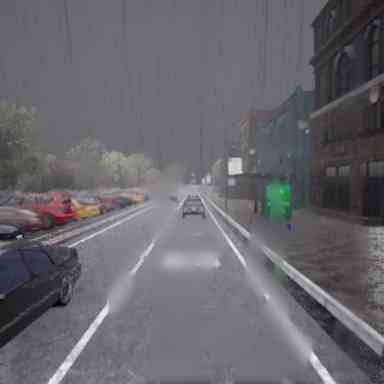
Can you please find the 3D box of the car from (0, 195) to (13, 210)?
[{"bbox_3d":[-22.547,1.081,36.311,4.892,1.521,2.231,0,1,0],"label":"car"}]

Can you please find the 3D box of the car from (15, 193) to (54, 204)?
[{"bbox_3d":[-22.444,0.923,47.449,4.674,1.452,2.002,0,1,1],"label":"car"}]

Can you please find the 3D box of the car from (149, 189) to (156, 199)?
[{"bbox_3d":[-9.267,0.725,58.489,4.674,1.452,2.002,0,1,1],"label":"car"}]

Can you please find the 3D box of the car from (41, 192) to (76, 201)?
[{"bbox_3d":[-22.373,0.731,55.801,5.008,1.535,2.097,0,1,1],"label":"car"}]

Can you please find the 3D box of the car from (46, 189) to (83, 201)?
[{"bbox_3d":[-22.315,0.429,58.582,5.566,2.045,2.435,0,1,0],"label":"car"}]

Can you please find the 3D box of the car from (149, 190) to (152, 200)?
[{"bbox_3d":[-9.284,0.817,52.923,4.792,1.488,2.163,0,1,1],"label":"car"}]

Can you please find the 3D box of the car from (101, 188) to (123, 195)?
[{"bbox_3d":[-22.077,-0.214,91.994,5.566,2.045,2.435,0,1,0],"label":"car"}]

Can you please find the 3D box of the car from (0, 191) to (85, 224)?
[{"bbox_3d":[-9.636,1.117,19.525,5.566,2.045,2.435,0,1,1],"label":"car"}]

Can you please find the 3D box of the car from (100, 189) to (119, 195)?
[{"bbox_3d":[-22.105,-0.032,89.087,4.553,1.767,2.185,0,1,1],"label":"car"}]

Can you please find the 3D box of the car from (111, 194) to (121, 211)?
[{"bbox_3d":[-9.516,1.181,30.659,4.892,1.521,2.231,0,1,1],"label":"car"}]

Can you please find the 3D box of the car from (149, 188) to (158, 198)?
[{"bbox_3d":[-9.208,0.508,61.268,4.553,1.767,2.185,0,1,1],"label":"car"}]

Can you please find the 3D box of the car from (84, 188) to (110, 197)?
[{"bbox_3d":[-22.201,0.059,77.947,5.566,2.045,2.435,0,1,1],"label":"car"}]

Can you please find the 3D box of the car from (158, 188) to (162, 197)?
[{"bbox_3d":[-9.376,0.524,66.838,5.366,1.575,1.946,0,1,1],"label":"car"}]

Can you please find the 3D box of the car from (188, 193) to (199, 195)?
[{"bbox_3d":[0.182,0.934,43.438,2.128,1.511,4.902,0,1,0],"label":"car"}]

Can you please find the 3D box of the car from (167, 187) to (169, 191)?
[{"bbox_3d":[-9.021,0.191,86.316,4.674,1.452,2.002,0,1,1],"label":"car"}]

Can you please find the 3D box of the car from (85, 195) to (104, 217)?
[{"bbox_3d":[-9.744,1.271,25.096,5.366,1.575,1.946,0,1,1],"label":"car"}]

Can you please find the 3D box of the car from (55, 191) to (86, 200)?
[{"bbox_3d":[-22.325,0.629,61.370,4.892,1.521,2.231,0,1,1],"label":"car"}]

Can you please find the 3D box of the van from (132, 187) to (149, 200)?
[{"bbox_3d":[-9.221,0.614,50.072,4.442,1.987,1.878,0,1,0],"label":"van"}]

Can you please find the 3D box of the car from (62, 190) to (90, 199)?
[{"bbox_3d":[-22.326,0.450,64.153,4.553,1.767,2.185,0,1,1],"label":"car"}]

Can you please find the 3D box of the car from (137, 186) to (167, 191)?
[{"bbox_3d":[-9.088,0.115,75.179,5.566,2.045,2.435,0,1,1],"label":"car"}]

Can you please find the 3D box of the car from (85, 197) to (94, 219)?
[{"bbox_3d":[-9.578,1.321,22.311,5.008,1.535,2.097,0,1,1],"label":"car"}]

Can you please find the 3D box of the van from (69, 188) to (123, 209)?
[{"bbox_3d":[-9.602,0.906,33.440,4.442,1.987,1.878,0,1,1],"label":"van"}]

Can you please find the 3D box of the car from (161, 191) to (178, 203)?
[{"bbox_3d":[-3.212,0.911,50.752,1.895,1.301,4.718,0,1,1],"label":"car"}]

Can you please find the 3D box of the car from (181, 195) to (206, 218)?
[{"bbox_3d":[0.126,1.271,26.933,2.033,1.411,5.357,0,1,0],"label":"car"}]

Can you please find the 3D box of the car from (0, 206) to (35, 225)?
[{"bbox_3d":[-9.628,1.487,13.961,4.792,1.488,2.163,0,1,1],"label":"car"}]

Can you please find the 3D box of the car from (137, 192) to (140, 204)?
[{"bbox_3d":[-9.414,1.028,41.792,4.674,1.452,2.002,0,1,1],"label":"car"}]

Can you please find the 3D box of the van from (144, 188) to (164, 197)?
[{"bbox_3d":[-8.977,0.089,77.837,4.442,1.987,1.878,0,1,1],"label":"van"}]

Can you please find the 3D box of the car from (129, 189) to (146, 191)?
[{"bbox_3d":[-9.331,0.762,47.354,4.553,1.767,2.185,0,1,1],"label":"car"}]

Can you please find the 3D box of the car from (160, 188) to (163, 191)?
[{"bbox_3d":[-9.159,0.475,69.619,4.892,1.521,2.231,0,1,1],"label":"car"}]

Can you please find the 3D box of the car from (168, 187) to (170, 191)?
[{"bbox_3d":[-9.023,0.126,89.098,4.792,1.488,2.163,0,1,1],"label":"car"}]

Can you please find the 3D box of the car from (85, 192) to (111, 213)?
[{"bbox_3d":[-9.504,1.104,27.749,4.553,1.767,2.185,0,1,1],"label":"car"}]

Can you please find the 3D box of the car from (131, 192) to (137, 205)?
[{"bbox_3d":[-9.431,1.036,39.008,5.008,1.535,2.097,0,1,1],"label":"car"}]

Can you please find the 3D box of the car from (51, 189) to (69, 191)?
[{"bbox_3d":[-22.361,0.657,53.014,4.553,1.767,2.185,0,1,1],"label":"car"}]

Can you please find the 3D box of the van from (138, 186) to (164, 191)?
[{"bbox_3d":[-9.024,0.195,72.397,4.442,1.987,1.878,0,1,1],"label":"van"}]

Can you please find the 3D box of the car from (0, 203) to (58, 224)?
[{"bbox_3d":[-9.630,1.455,16.747,4.674,1.452,2.002,0,1,1],"label":"car"}]

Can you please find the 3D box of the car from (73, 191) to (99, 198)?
[{"bbox_3d":[-22.215,0.499,69.723,4.792,1.488,2.163,0,1,1],"label":"car"}]

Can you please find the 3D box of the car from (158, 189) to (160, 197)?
[{"bbox_3d":[-9.221,0.581,64.054,4.892,1.521,2.231,0,1,1],"label":"car"}]

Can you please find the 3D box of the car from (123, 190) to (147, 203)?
[{"bbox_3d":[-9.201,0.935,44.572,5.366,1.575,1.946,0,1,1],"label":"car"}]

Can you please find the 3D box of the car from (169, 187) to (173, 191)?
[{"bbox_3d":[-8.784,0.040,91.878,5.366,1.575,1.946,0,1,1],"label":"car"}]

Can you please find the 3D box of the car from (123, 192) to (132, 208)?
[{"bbox_3d":[-9.466,1.084,36.225,5.008,1.535,2.097,0,1,1],"label":"car"}]

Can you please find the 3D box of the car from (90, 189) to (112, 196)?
[{"bbox_3d":[-22.115,0.128,80.858,4.553,1.767,2.185,0,1,1],"label":"car"}]

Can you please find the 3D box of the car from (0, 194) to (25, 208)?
[{"bbox_3d":[-22.544,1.061,39.094,4.792,1.488,2.163,0,1,1],"label":"car"}]

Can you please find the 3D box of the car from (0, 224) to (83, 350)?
[{"bbox_3d":[-3.349,1.537,5.182,2.033,1.411,5.357,0,0,0],"label":"car"}]

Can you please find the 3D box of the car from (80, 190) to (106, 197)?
[{"bbox_3d":[-22.382,0.361,75.169,5.366,1.575,1.946,0,1,1],"label":"car"}]

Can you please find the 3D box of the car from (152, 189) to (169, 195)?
[{"bbox_3d":[-8.961,0.032,94.522,4.674,1.452,2.002,-1,1,1],"label":"car"}]

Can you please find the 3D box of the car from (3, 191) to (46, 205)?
[{"bbox_3d":[-22.435,0.808,44.661,4.553,1.767,2.185,0,1,1],"label":"car"}]

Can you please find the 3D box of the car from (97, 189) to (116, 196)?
[{"bbox_3d":[-22.130,0.022,86.302,4.553,1.767,2.185,0,1,1],"label":"car"}]

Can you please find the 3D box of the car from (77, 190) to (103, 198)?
[{"bbox_3d":[-22.226,0.415,72.509,5.008,1.535,2.097,0,1,1],"label":"car"}]
